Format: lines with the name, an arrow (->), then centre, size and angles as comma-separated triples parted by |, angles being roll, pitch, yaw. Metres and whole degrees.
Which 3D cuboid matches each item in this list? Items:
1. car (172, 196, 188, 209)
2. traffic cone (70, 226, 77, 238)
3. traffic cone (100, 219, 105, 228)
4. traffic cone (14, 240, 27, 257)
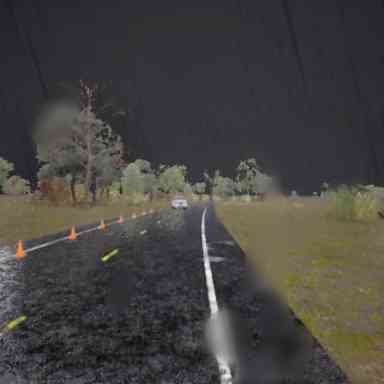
car -> -1.980, 1.659, 52.472 | 2.150, 2.045, 5.566 | 0, -1, -6
traffic cone -> -6.053, 2.043, 16.924 | 0.340, 0.580, 0.340 | 0, 0, 1
traffic cone -> -5.925, 2.081, 21.943 | 0.340, 0.580, 0.340 | 0, 0, 2
traffic cone -> -6.150, 2.011, 11.905 | 0.340, 0.580, 0.340 | 0, 0, 1
